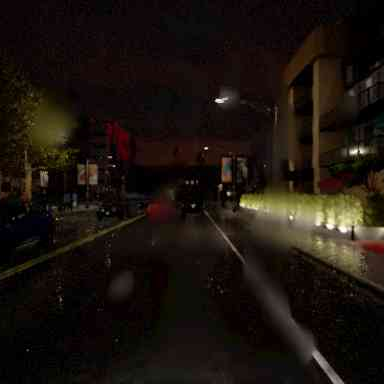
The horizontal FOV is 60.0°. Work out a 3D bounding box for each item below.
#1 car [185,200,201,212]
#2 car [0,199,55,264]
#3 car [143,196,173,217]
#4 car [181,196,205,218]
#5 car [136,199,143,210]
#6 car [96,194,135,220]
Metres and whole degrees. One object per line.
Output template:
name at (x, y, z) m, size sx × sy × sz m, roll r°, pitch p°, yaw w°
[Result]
car at (0.089, 1.883, 44.443) m, size 2.033 × 1.411 × 5.357 m, roll 0°, pitch 0°, yaw 0°
car at (-7.097, 1.316, 12.489) m, size 2.150 × 2.045 × 5.566 m, roll 0°, pitch 0°, yaw 0°
car at (-3.411, 1.612, 34.477) m, size 2.097 × 1.767 × 4.553 m, roll 0°, pitch 0°, yaw 0°
car at (0.086, 1.470, 33.371) m, size 2.150 × 2.045 × 5.566 m, roll 0°, pitch -1°, yaw 0°
car at (-7.014, 2.006, 51.045) m, size 1.895 × 1.301 × 4.718 m, roll 0°, pitch 0°, yaw 0°
car at (-7.106, 1.452, 30.766) m, size 2.150 × 2.045 × 5.566 m, roll 0°, pitch 0°, yaw 0°
